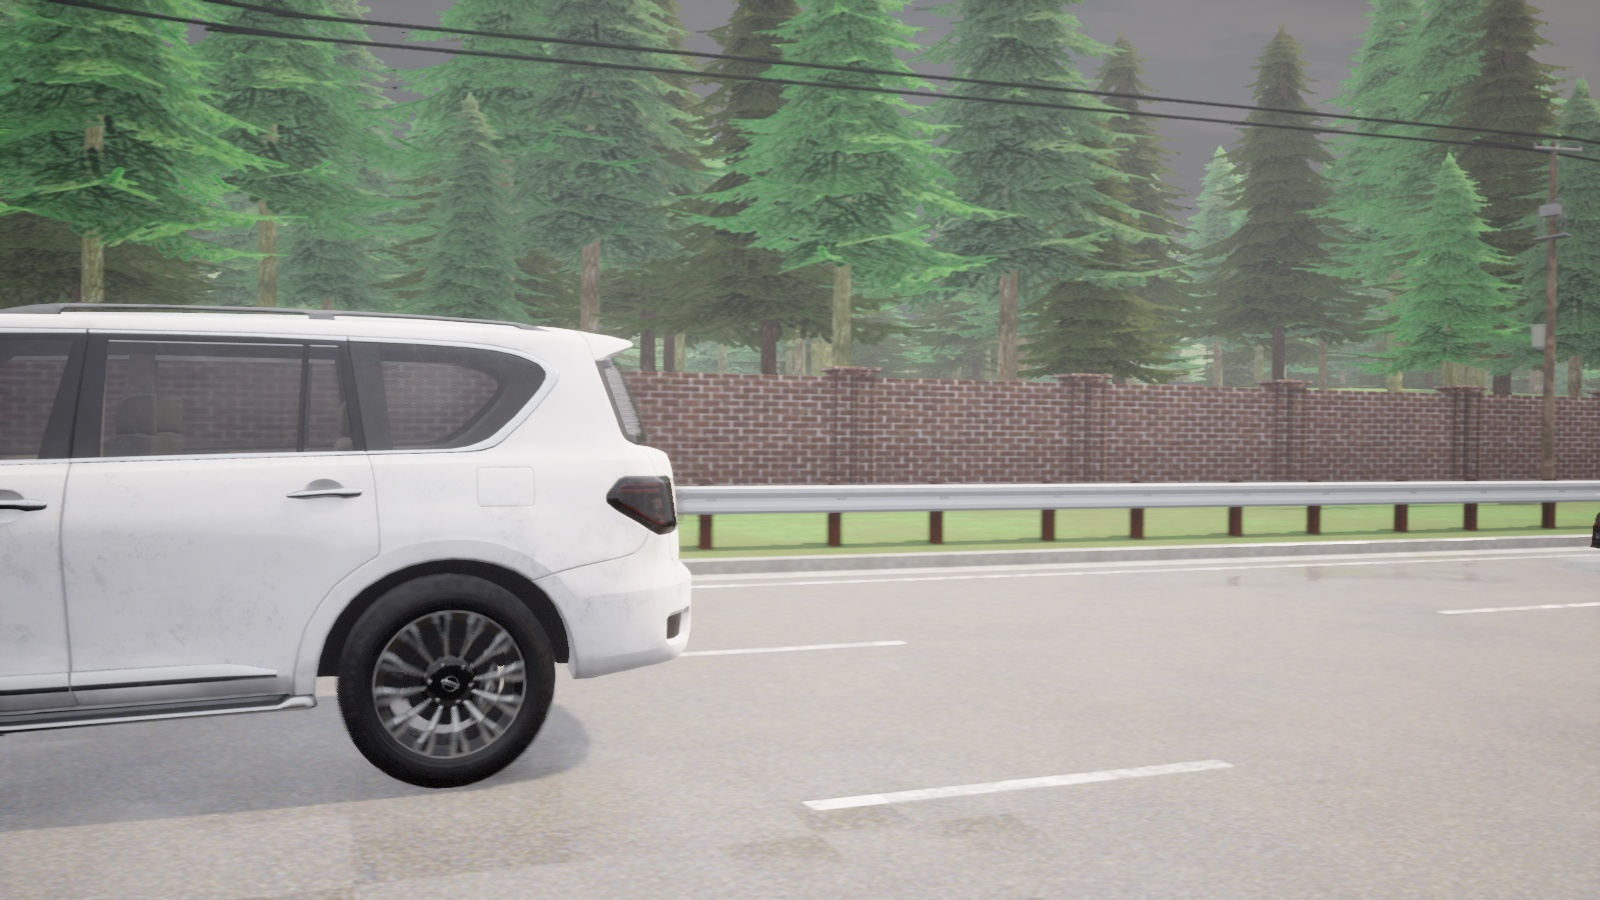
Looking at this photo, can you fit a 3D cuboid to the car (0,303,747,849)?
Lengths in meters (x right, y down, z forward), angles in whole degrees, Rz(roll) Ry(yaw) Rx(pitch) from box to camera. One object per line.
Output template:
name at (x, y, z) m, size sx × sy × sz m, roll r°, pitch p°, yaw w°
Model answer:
car at (-3.236, 0.458, 5.751) m, size 5.566 × 2.045 × 2.150 m, roll -1°, pitch 1°, yaw -21°

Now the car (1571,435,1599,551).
car at (11.755, 0.487, 15.194) m, size 4.181 × 1.385 × 1.994 m, roll -1°, pitch 1°, yaw -21°
